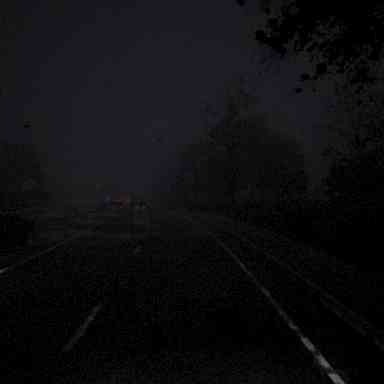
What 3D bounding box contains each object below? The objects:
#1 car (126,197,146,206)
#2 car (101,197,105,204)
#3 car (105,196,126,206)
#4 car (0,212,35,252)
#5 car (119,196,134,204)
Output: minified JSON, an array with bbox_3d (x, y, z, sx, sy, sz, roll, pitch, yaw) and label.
[{"bbox_3d":[-9.012,1.522,55.394,2.128,1.511,4.902,0,0,-21],"label":"car"},{"bbox_3d":[-16.497,1.560,64.728,2.033,1.411,5.357,0,0,-25],"label":"car"},{"bbox_3d":[-12.676,1.525,55.239,2.128,1.511,4.902,0,0,-21],"label":"car"},{"bbox_3d":[-7.509,1.499,12.139,1.882,1.535,5.008,0,0,-4],"label":"car"},{"bbox_3d":[-12.818,1.592,65.076,1.994,1.385,4.181,0,0,-25],"label":"car"}]
